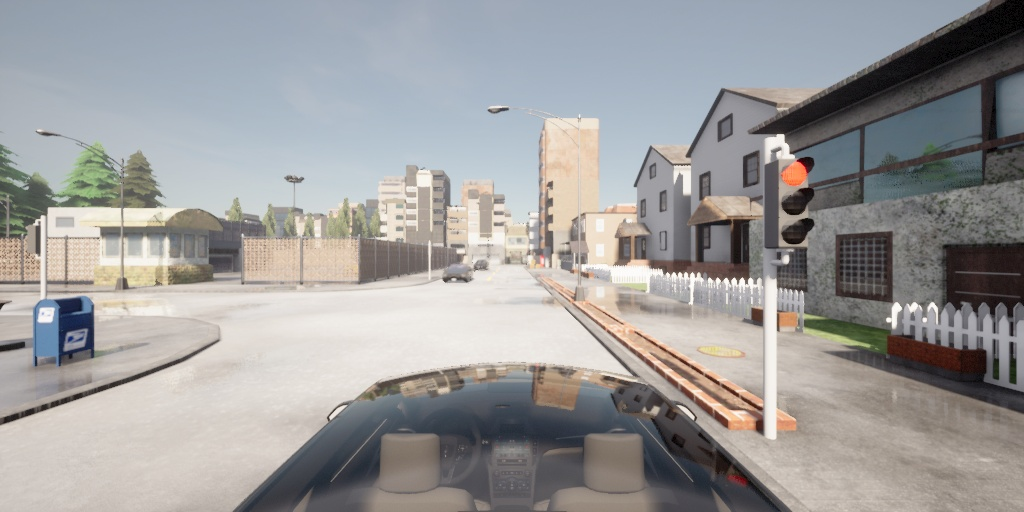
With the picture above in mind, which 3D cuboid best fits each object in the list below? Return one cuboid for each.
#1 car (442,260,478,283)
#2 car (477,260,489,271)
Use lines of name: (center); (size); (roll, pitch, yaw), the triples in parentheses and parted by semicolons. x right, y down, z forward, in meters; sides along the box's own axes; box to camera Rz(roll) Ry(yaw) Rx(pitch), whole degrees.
car: (-4.109, 1.291, 27.977); (2.033, 1.411, 5.357); (0, 0, 0)
car: (-4.103, 1.243, 48.118); (1.837, 1.490, 4.892); (0, 0, 0)
